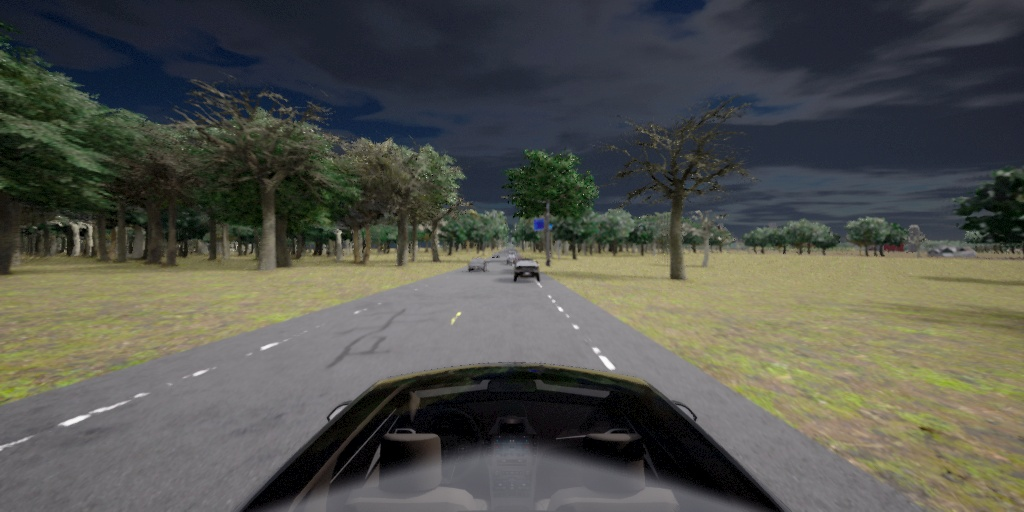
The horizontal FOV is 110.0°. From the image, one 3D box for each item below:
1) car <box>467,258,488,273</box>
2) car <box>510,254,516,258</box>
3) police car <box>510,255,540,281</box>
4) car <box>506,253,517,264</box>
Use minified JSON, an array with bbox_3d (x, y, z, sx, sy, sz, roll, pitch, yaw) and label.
[{"bbox_3d":[-3.592,0.958,38.193,1.837,1.490,4.892,0,1,0],"label":"car"},{"bbox_3d":[1.032,0.889,42.900,1.882,1.535,5.008,0,1,0],"label":"car"},{"bbox_3d":[1.039,0.970,27.011,1.930,1.638,5.238,0,0,0],"label":"police car"},{"bbox_3d":[-0.011,0.644,63.535,2.128,1.511,4.902,0,1,0],"label":"car"}]
